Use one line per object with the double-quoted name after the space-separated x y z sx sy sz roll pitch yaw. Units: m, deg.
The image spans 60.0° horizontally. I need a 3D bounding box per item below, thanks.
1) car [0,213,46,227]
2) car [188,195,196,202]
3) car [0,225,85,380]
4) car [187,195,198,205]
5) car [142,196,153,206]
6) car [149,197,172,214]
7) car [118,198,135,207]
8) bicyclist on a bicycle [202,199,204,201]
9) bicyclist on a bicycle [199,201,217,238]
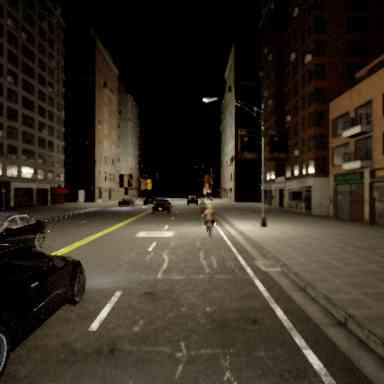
-6.599 1.481 11.075 2.128 1.511 4.902 0 0 0 "car"
0.005 1.474 72.523 1.812 1.442 4.674 0 0 0 "car"
-3.150 1.521 5.096 1.812 1.442 4.674 0 0 0 "car"
0.090 1.450 55.668 2.128 1.511 4.902 0 0 0 "car"
-6.563 1.464 52.201 1.837 1.490 4.892 0 0 0 "car"
-3.147 1.497 35.337 1.812 1.442 4.674 0 0 0 "car"
-9.818 1.561 49.906 1.895 1.301 4.718 0 0 0 "car"
0.894 1.430 27.532 0.582 1.620 1.656 0 0 0 "bicyclist on a bicycle"
0.882 1.422 16.463 0.866 1.612 1.509 0 0 0 "bicyclist on a bicycle"
